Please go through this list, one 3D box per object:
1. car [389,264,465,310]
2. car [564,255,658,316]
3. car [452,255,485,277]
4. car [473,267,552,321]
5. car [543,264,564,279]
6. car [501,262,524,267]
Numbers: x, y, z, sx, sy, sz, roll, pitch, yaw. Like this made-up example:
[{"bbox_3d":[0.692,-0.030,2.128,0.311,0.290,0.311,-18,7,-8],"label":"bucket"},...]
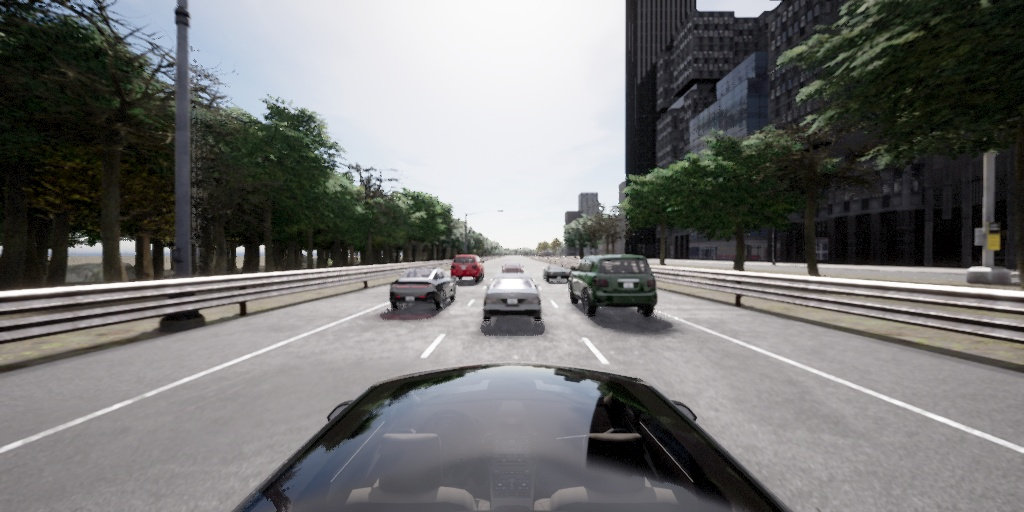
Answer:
[{"bbox_3d":[-3.453,1.240,14.640,2.128,1.511,4.902,0,0,0],"label":"car"},{"bbox_3d":[3.540,0.971,13.503,2.150,2.045,5.566,0,0,0],"label":"car"},{"bbox_3d":[-3.458,0.956,28.517,2.150,2.045,5.566,0,0,1],"label":"car"},{"bbox_3d":[0.030,1.297,12.452,2.033,1.411,5.357,0,0,1],"label":"car"},{"bbox_3d":[3.545,1.332,29.014,1.895,1.301,4.718,0,0,1],"label":"car"},{"bbox_3d":[0.058,1.255,30.308,1.812,1.442,4.674,0,0,0],"label":"car"}]
